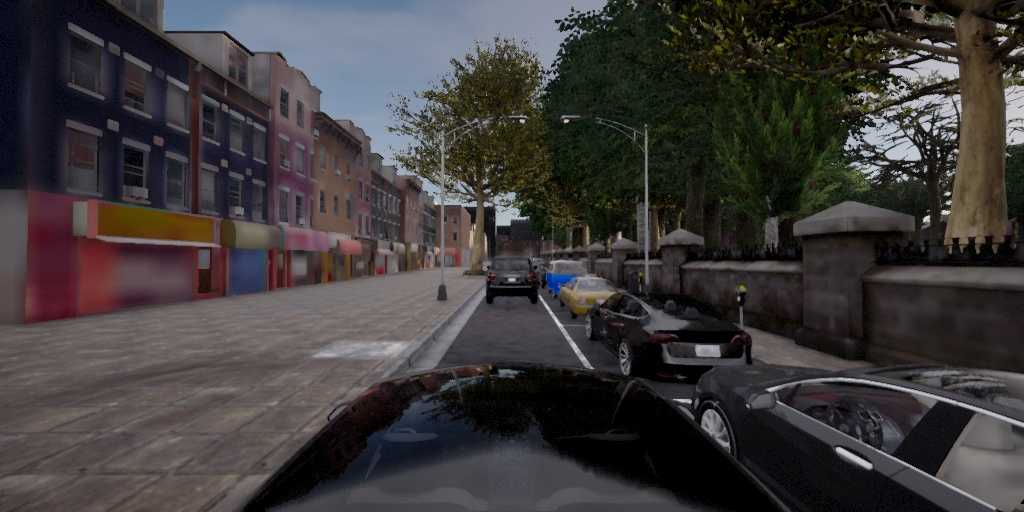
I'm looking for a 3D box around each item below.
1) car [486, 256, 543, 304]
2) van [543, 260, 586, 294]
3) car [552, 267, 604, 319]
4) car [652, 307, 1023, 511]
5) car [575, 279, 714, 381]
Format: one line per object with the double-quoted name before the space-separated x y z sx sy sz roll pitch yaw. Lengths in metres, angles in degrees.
"car" 0.000 1.014 16.532 2.150 2.045 5.566 0 0 0
"van" 2.639 1.097 17.818 1.690 1.789 3.998 0 0 0
"car" 2.639 1.278 12.539 1.751 1.417 4.829 0 0 0
"car" 2.648 1.299 1.932 2.007 1.370 4.403 0 0 0
"car" 2.639 1.315 6.920 1.948 1.339 4.313 0 0 0
